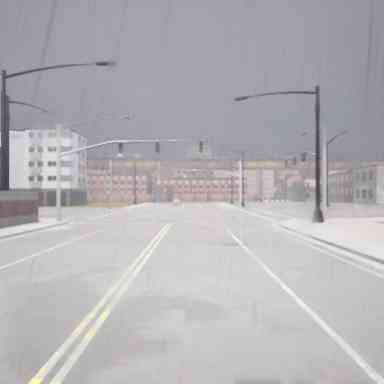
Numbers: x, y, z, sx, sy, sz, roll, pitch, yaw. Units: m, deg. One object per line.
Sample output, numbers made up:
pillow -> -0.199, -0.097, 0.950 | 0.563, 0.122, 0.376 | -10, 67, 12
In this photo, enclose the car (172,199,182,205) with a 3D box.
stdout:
car -> -3.548, 2.276, 77.389 | 1.812, 1.442, 4.674 | 0, -1, 0
